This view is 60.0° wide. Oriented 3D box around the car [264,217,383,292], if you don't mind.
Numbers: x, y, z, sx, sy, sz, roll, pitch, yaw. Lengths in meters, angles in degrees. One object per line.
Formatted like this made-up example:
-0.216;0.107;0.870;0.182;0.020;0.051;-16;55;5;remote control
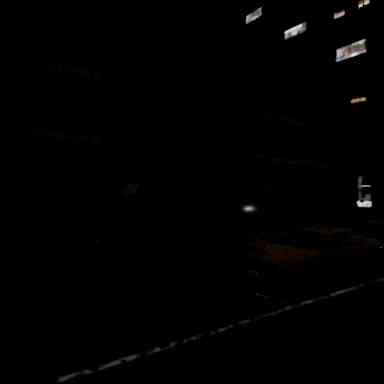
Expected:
3.371;1.541;8.973;4.829;1.417;1.752;0;1;-36;car

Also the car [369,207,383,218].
8.039;1.344;12.315;5.009;1.841;2.192;0;1;-36;car

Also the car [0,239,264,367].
-1.017;1.571;5.828;4.313;1.339;1.947;0;1;-36;car
